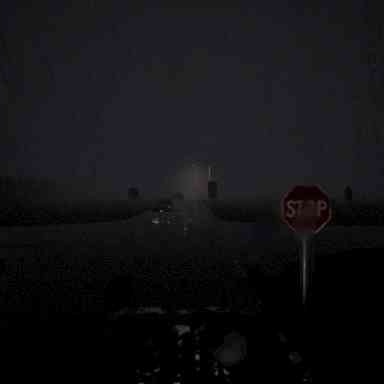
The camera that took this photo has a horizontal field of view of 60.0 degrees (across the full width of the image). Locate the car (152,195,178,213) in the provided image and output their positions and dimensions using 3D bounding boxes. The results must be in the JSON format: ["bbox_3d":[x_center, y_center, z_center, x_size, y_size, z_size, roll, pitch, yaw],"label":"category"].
[{"bbox_3d":[-2.756,1.299,32.680,2.033,1.411,5.357,0,1,0],"label":"car"}]

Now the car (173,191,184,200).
[{"bbox_3d":[-2.750,0.667,65.230,2.097,1.767,4.553,0,1,0],"label":"car"}]
